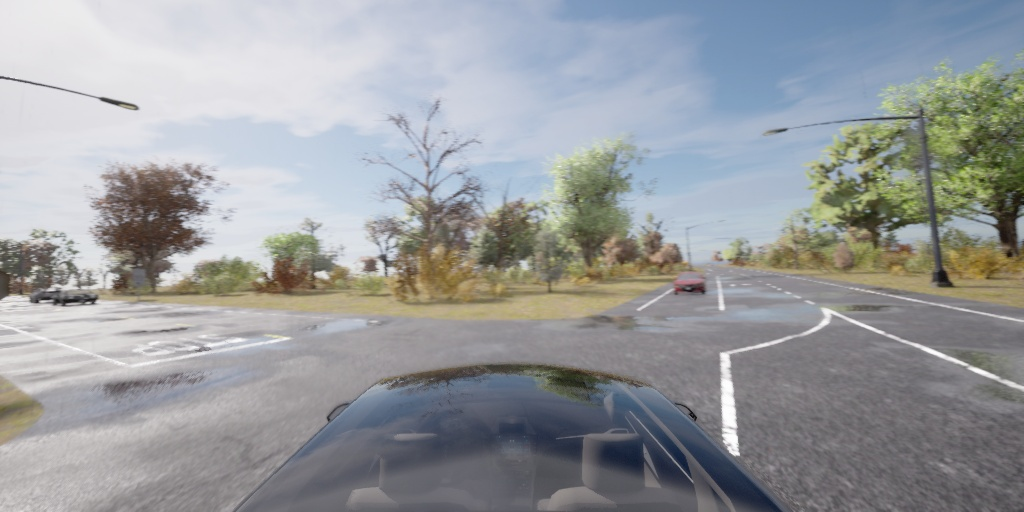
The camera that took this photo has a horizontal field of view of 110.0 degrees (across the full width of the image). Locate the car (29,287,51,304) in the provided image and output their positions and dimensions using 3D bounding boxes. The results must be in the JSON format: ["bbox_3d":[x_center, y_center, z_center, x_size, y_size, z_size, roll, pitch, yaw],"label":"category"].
[{"bbox_3d":[-46.249,3.882,35.703,4.902,1.511,2.128,-3,-3,30],"label":"car"}]

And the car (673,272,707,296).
[{"bbox_3d":[12.590,1.872,25.319,1.882,1.535,5.008,-5,-3,30],"label":"car"}]

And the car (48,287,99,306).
[{"bbox_3d":[-37.240,3.518,30.536,4.718,1.301,1.895,-3,-2,30],"label":"car"}]
